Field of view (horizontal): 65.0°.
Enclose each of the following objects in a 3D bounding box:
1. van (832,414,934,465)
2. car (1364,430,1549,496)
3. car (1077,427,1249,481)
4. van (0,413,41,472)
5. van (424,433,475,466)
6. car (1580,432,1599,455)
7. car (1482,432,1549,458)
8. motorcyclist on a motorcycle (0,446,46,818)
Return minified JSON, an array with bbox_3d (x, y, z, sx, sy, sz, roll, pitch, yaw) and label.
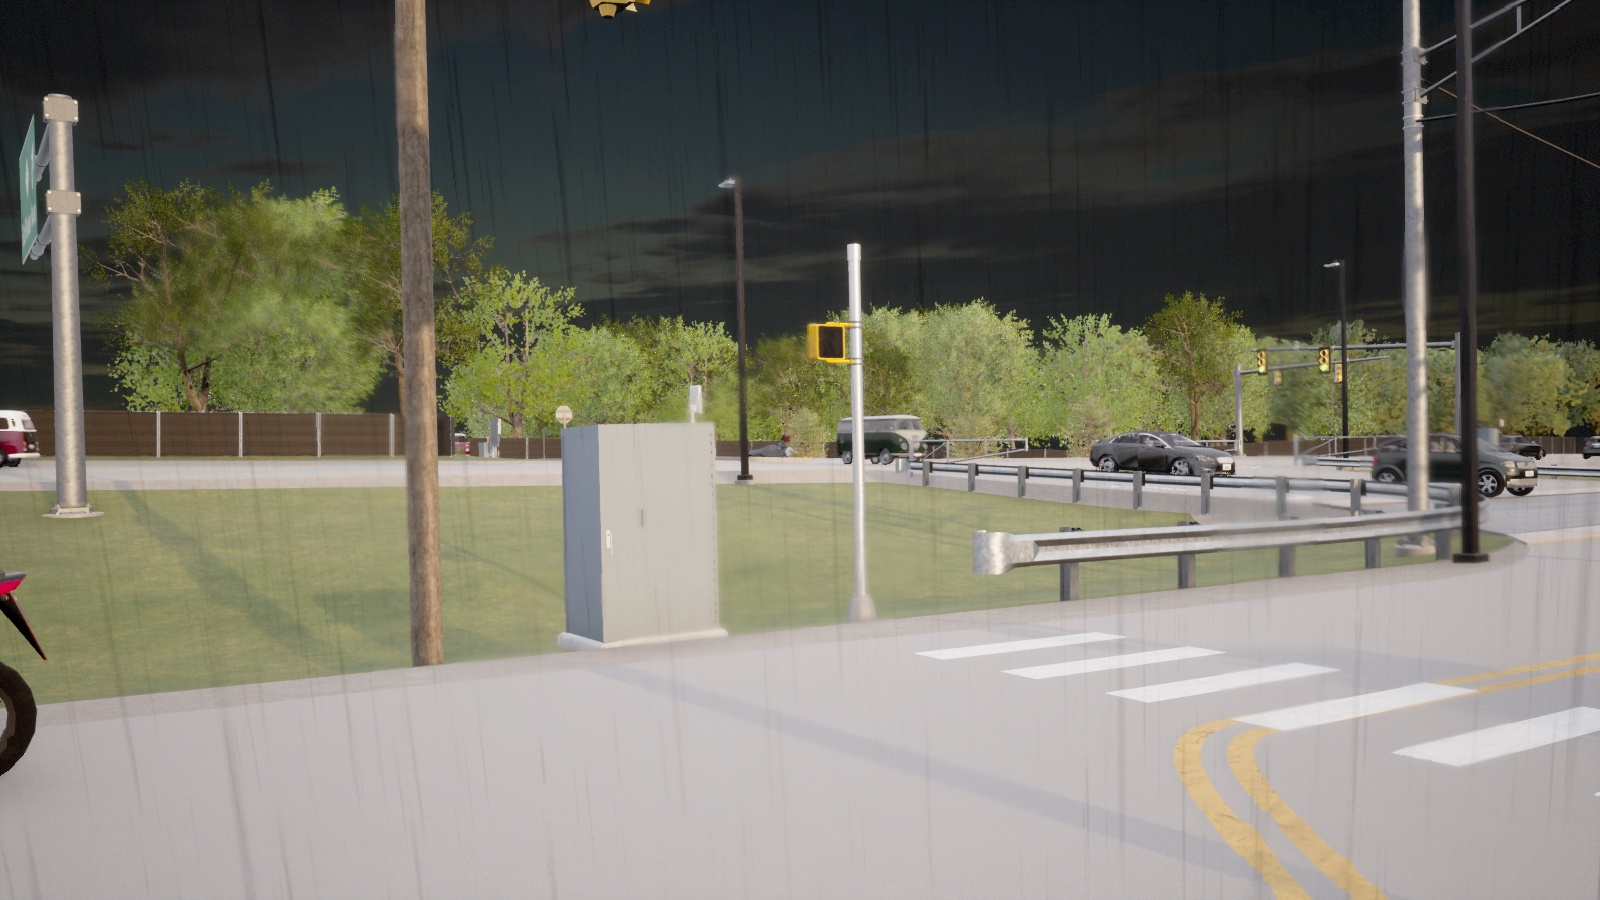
[{"bbox_3d":[3.302,-0.406,50.814,1.775,1.987,4.442,0,0,-34],"label":"van"},{"bbox_3d":[16.436,0.310,31.578,1.789,1.549,3.705,-1,0,-34],"label":"car"},{"bbox_3d":[11.235,0.083,39.196,2.128,1.511,4.902,0,2,-34],"label":"car"},{"bbox_3d":[-29.674,-0.261,44.399,4.480,2.038,2.069,0,0,-15],"label":"van"},{"bbox_3d":[-23.254,-0.011,83.275,2.069,2.038,4.480,-2,0,-31],"label":"van"},{"bbox_3d":[52.619,-0.406,81.541,3.806,1.475,1.970,0,0,-34],"label":"car"},{"bbox_3d":[42.588,-0.295,74.720,4.193,1.474,1.816,0,0,-34],"label":"car"},{"bbox_3d":[-4.218,0.750,4.986,2.044,1.523,0.797,0,0,-35],"label":"motorcyclist on a motorcycle"}]
